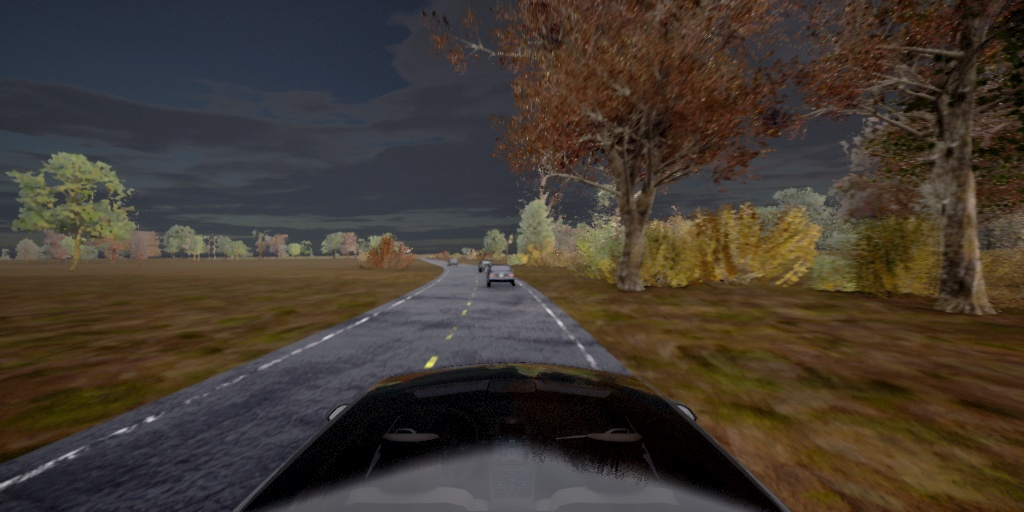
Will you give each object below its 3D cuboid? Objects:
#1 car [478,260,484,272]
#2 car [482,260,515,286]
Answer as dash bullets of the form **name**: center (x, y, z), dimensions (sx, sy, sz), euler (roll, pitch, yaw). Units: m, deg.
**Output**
- **car**: center (-3.122, 1.178, 43.358), dimensions (1.812, 1.442, 4.674), euler (0, 0, -9)
- **car**: center (-0.844, 1.235, 24.524), dimensions (2.033, 1.411, 5.357), euler (0, 0, -5)
